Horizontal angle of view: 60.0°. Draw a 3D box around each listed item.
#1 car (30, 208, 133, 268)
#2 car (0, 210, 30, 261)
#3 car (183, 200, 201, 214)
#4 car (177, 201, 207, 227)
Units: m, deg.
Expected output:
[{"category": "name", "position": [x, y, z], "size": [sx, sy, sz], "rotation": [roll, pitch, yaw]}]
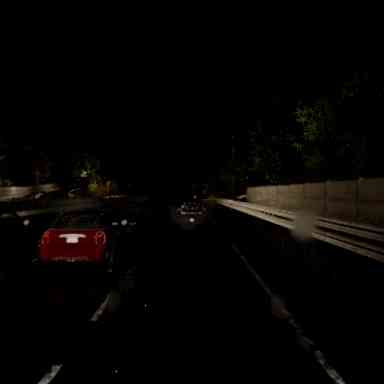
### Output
[{"category": "car", "position": [-3.400, 1.386, 11.581], "size": [2.097, 1.767, 4.553], "rotation": [0, 0, 0]}, {"category": "car", "position": [-6.902, 1.385, 11.552], "size": [2.097, 1.767, 4.553], "rotation": [0, 0, 0]}, {"category": "car", "position": [-0.003, 1.707, 38.135], "size": [1.994, 1.385, 4.181], "rotation": [0, 0, 0]}, {"category": "car", "position": [-0.003, 1.569, 23.509], "size": [2.128, 1.511, 4.902], "rotation": [0, 0, 0]}]
